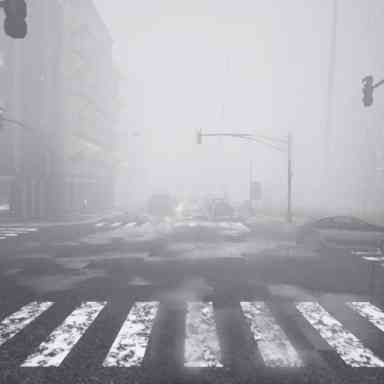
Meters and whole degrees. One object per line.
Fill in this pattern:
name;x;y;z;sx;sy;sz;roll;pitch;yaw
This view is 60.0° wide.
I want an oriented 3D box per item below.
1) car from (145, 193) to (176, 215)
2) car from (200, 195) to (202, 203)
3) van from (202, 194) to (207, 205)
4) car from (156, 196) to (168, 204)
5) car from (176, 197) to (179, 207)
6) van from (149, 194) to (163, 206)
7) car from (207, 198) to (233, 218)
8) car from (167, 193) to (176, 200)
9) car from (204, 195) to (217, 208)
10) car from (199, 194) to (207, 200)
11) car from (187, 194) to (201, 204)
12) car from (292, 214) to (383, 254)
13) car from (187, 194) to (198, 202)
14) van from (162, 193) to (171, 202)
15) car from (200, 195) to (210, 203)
car;-3.067;1.192;33.590;2.150;2.045;5.566;0;0;0
car;2.692;1.490;52.535;1.887;1.381;4.507;-1;0;0
van;2.684;1.295;46.889;1.690;1.788;3.998;-1;0;0
car;-5.646;1.470;63.800;1.887;1.381;4.507;-1;0;0
car;-3.046;1.426;50.598;1.882;1.535;5.008;0;0;0
van;-5.659;1.286;52.508;1.690;1.788;3.998;-1;0;0
car;2.673;1.522;29.951;1.887;1.381;4.507;-1;0;0
car;-5.624;1.173;92.032;2.192;1.841;5.009;-1;0;0
car;2.676;1.410;35.597;1.967;1.590;4.097;-1;0;0
car;2.756;1.313;86.409;1.967;1.590;4.097;-1;0;0
car;0.154;1.479;60.352;2.033;1.411;5.357;0;0;0
car;6.148;1.586;13.220;4.181;1.385;1.994;1;1;15
car;0.090;1.264;70.979;2.097;1.767;4.553;0;0;0
van;-5.639;1.242;75.094;1.690;1.788;3.998;-1;0;0
car;2.711;1.353;69.472;1.967;1.590;4.097;-1;0;0
